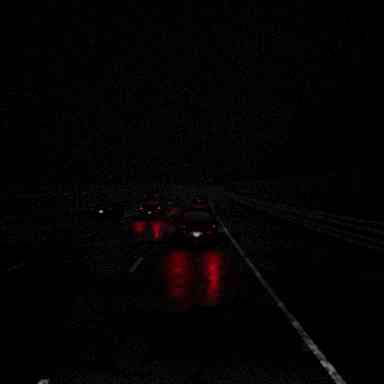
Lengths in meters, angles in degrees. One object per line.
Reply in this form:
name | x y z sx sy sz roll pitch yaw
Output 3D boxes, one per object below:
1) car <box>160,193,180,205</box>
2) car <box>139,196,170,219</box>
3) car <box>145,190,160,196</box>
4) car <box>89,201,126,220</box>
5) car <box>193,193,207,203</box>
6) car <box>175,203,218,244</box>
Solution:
car | -2.608 1.091 42.531 1.812 1.442 4.674 0 1 2
car | -3.076 1.317 26.837 1.812 1.442 4.674 0 0 2
car | -5.796 0.665 50.580 2.150 2.045 5.566 0 1 2
car | -6.590 1.360 26.281 1.994 1.385 4.181 0 1 1
car | 1.185 0.958 49.986 1.837 1.490 4.892 0 1 2
car | 0.210 1.463 15.462 1.812 1.442 4.674 0 1 1
